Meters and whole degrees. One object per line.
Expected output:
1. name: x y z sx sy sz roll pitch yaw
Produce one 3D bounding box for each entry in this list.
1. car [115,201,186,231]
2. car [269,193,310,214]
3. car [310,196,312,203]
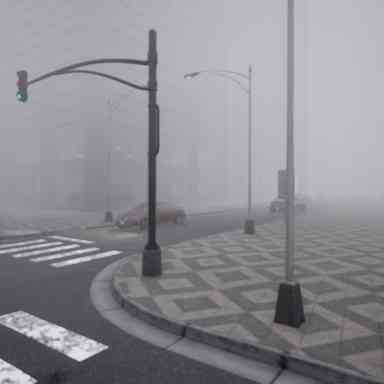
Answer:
1. car: -2.170 1.239 18.701 1.812 1.442 4.674 0 1 36
2. car: 7.872 1.038 27.236 1.812 1.442 4.674 0 1 36
3. car: 12.580 0.846 39.253 2.033 1.411 5.357 0 1 36
